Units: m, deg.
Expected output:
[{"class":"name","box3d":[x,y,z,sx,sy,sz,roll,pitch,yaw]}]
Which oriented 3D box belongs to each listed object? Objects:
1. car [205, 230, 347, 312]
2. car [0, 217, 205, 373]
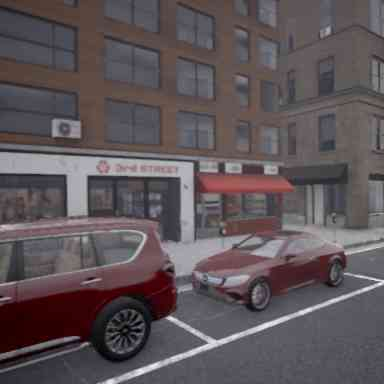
[{"class":"car","box3d":[1.927,1.571,7.646,4.206,1.307,1.802,-1,0,-36]},{"class":"car","box3d":[-2.526,1.349,4.384,5.009,1.841,2.192,-1,0,-36]}]
